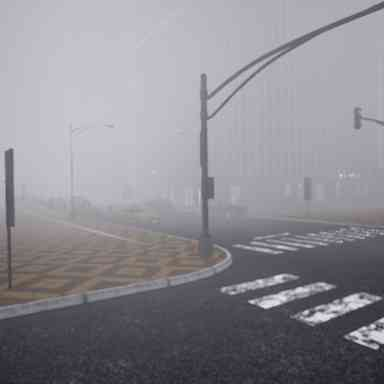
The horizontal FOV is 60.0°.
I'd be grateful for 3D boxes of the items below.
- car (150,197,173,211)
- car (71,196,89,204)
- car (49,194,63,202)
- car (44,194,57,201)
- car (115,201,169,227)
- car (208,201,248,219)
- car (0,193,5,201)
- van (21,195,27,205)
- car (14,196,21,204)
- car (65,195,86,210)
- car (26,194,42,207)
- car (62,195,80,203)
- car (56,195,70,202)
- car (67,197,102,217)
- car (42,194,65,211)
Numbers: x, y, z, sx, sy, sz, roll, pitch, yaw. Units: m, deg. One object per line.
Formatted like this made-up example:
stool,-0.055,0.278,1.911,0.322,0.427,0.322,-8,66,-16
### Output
car,-3.802,1.304,36.888,1.967,1.590,4.097,-1,1,-36
car,-20.066,1.364,59.414,1.887,1.381,4.507,-1,1,-36
car,-29.799,1.232,72.949,1.967,1.590,4.097,-1,1,-36
car,-33.141,1.307,77.599,1.752,1.417,4.829,-1,1,-36
car,-3.764,1.538,23.016,1.752,1.417,4.829,-1,1,-36
car,2.745,1.431,27.905,2.008,1.369,4.403,-1,1,-36
car,-45.927,1.436,81.886,1.887,1.381,4.507,-1,1,-36
van,-26.466,1.289,54.812,1.690,1.788,3.998,-1,1,-36
car,-32.952,1.480,63.838,2.008,1.369,4.403,-1,1,-36
car,-13.942,1.281,41.781,2.097,1.767,4.553,-1,1,-36
car,-23.222,1.397,50.301,1.967,1.590,4.097,-1,1,-36
car,-23.310,1.361,63.926,2.008,1.369,4.403,-1,1,-36
car,-26.554,1.383,68.438,1.802,1.307,4.206,-1,1,-36
car,-10.195,1.520,32.083,1.752,1.417,4.829,-1,1,-36
car,-16.734,1.415,41.277,1.967,1.590,4.097,-1,1,-36
